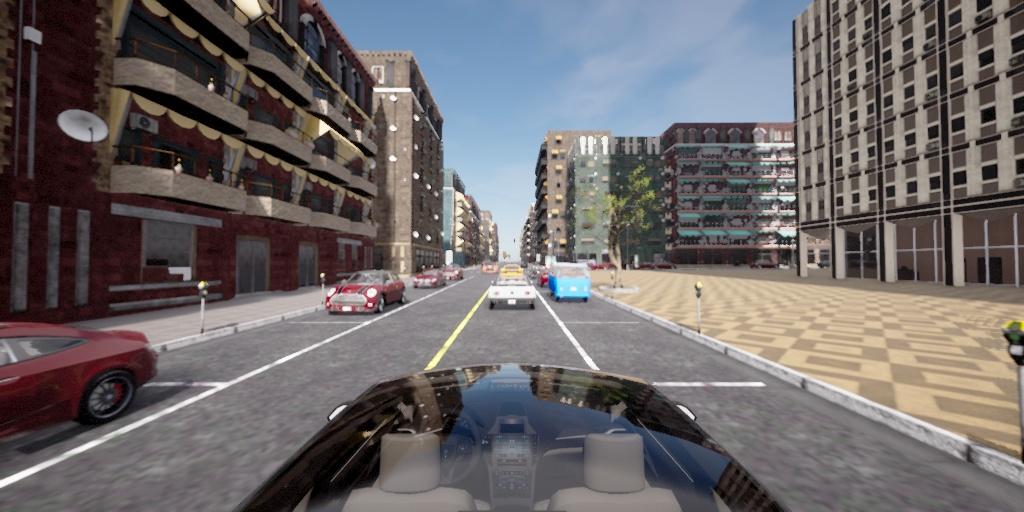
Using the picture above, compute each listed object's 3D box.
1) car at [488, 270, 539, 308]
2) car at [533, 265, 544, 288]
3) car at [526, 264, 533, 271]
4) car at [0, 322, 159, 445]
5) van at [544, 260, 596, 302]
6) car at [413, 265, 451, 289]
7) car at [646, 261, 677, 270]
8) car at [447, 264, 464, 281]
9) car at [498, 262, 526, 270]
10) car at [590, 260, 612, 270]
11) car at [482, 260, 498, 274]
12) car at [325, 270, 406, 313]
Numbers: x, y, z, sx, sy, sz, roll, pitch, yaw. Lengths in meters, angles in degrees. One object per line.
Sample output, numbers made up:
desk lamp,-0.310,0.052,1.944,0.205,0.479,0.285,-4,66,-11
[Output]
car,0.005,1.486,15.970,1.895,1.301,4.718,0,-1,0
car,2.780,1.527,26.193,1.888,1.381,4.507,0,0,0
car,2.828,1.632,36.623,2.007,1.370,4.403,0,0,0
car,-5.689,1.346,3.208,1.802,1.307,4.207,0,0,0
van,2.722,1.242,17.732,1.690,1.789,3.998,0,0,0
car,-5.764,1.557,25.485,1.802,1.307,4.207,0,0,0
car,24.774,1.470,58.737,4.097,1.591,1.967,0,0,0
car,-5.813,1.499,34.389,1.967,1.591,4.097,0,0,0
car,0.013,1.509,31.336,1.882,1.535,5.008,0,0,0
car,13.719,1.698,58.818,4.207,1.307,1.802,0,0,0
car,-2.993,1.564,50.534,2.097,1.767,4.553,0,0,0
car,-5.692,1.309,14.347,1.967,1.591,4.097,0,0,0
